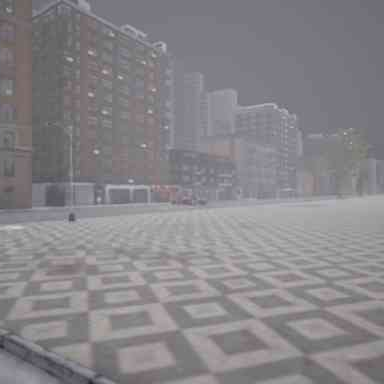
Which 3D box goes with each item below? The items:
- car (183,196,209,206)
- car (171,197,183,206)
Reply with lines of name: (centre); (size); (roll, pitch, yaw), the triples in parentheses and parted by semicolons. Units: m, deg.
car: (1.083, 1.588, 56.679); (1.837, 1.490, 4.892); (0, 0, 36)
car: (-1.658, 1.550, 58.438); (1.882, 1.535, 5.008); (0, 0, 36)
